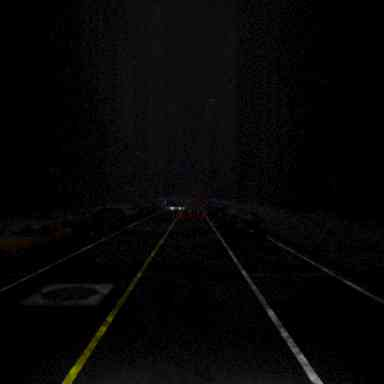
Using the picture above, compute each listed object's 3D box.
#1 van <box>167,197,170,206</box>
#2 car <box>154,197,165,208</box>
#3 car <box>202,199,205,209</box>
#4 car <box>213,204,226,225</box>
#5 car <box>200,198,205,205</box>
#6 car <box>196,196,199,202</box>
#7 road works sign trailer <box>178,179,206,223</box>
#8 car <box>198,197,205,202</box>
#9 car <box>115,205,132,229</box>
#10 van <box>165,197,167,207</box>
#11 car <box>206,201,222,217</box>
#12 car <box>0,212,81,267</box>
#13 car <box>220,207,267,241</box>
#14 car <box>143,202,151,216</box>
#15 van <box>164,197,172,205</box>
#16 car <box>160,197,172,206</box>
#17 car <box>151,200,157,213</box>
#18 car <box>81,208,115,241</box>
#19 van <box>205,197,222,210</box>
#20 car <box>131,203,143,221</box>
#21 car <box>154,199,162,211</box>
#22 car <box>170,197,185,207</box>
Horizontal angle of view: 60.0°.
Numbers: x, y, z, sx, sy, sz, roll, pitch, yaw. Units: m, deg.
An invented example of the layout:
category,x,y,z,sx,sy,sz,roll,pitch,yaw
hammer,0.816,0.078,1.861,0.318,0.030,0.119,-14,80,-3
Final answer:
category,x,y,z,sx,sy,sz,roll,pitch,yaw
van,-5.721,1.976,62.833,1.690,1.788,3.998,0,-1,0
car,-5.728,1.955,51.560,1.967,1.590,4.097,0,-1,0
car,2.793,2.006,45.933,2.008,1.369,4.403,0,-1,0
car,2.778,1.772,23.389,1.887,1.381,4.507,0,-1,0
car,2.801,2.125,57.205,2.008,1.369,4.403,0,-1,0
car,2.816,2.134,79.750,2.192,1.841,5.009,0,-1,0
road works sign trailer,0.020,0.738,28.058,2.380,3.560,2.880,0,-1,0
car,2.809,2.240,68.476,1.887,1.381,4.507,0,-1,0
car,-5.747,1.793,23.377,1.947,1.339,4.313,0,-1,0
van,-5.725,1.916,57.197,1.690,1.788,3.998,0,-1,0
car,2.786,1.890,34.660,2.008,1.369,4.403,0,-1,0
car,-5.755,1.642,11.935,1.752,1.417,4.829,0,-1,0
car,2.774,1.717,17.753,1.887,1.381,4.507,0,-1,0
car,-5.739,1.906,34.649,1.947,1.339,4.313,0,-1,0
van,-5.709,2.161,79.741,1.690,1.788,3.998,0,-1,0
car,-5.713,2.073,74.105,2.192,1.841,5.009,0,-1,0
car,-5.735,1.979,40.286,1.802,1.307,4.206,0,-1,0
car,-5.751,1.717,17.741,1.887,1.381,4.507,0,-1,0
van,2.789,1.738,40.299,1.690,1.788,3.998,0,-1,0
car,-5.743,1.807,28.843,1.752,1.417,4.829,0,-1,0
car,-5.732,2.022,45.922,1.947,1.339,4.313,0,-1,0
car,-2.980,2.131,64.582,1.882,1.535,5.008,0,-1,1
